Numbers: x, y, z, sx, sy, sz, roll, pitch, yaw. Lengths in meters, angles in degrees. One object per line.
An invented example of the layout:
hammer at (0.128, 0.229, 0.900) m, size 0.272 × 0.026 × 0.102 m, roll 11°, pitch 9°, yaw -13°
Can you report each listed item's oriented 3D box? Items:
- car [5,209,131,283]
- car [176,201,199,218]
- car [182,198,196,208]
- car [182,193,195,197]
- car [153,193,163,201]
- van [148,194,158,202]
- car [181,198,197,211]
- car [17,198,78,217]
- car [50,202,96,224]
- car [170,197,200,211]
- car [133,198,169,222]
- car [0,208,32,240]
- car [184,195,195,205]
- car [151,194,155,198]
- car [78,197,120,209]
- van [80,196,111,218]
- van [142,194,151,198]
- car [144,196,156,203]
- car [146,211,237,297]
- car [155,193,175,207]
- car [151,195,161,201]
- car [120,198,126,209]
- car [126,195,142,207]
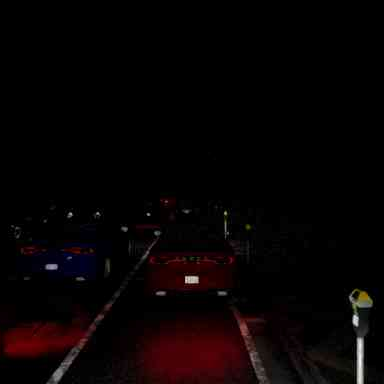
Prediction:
car at (-3.046, 1.477, 9.693) m, size 1.882 × 1.535 × 5.008 m, roll 0°, pitch 0°, yaw 0°
car at (-0.385, 1.565, 30.990) m, size 1.947 × 1.339 × 4.313 m, roll 0°, pitch 0°, yaw 0°
car at (-0.385, 1.565, 47.899) m, size 1.947 × 1.339 × 4.313 m, roll 0°, pitch 0°, yaw 0°
car at (-0.386, 1.314, 36.627) m, size 2.192 × 1.841 × 5.009 m, roll 0°, pitch 0°, yaw 0°
car at (-8.912, 1.324, 87.347) m, size 2.192 × 1.841 × 5.009 m, roll 0°, pitch 0°, yaw 0°
van at (-8.912, 1.345, 76.073) m, size 1.690 × 1.788 × 3.998 m, roll 0°, pitch 0°, yaw 0°
car at (-0.385, 1.544, 42.263) m, size 1.887 × 1.381 × 4.507 m, roll 0°, pitch 0°, yaw 0°
car at (-8.911, 1.314, 19.706) m, size 2.192 × 1.841 × 5.009 m, roll 0°, pitch 0°, yaw 0°
car at (-8.910, 1.544, 25.344) m, size 1.887 × 1.381 × 4.507 m, roll 0°, pitch 0°, yaw 0°
car at (-0.386, 1.439, 25.353) m, size 1.967 × 1.590 × 4.097 m, roll 0°, pitch 0°, yaw 0°
car at (-3.146, 1.477, 26.462) m, size 1.882 × 1.535 × 5.008 m, roll 0°, pitch 0°, yaw 0°
car at (-8.910, 1.565, 14.070) m, size 1.947 × 1.339 × 4.313 m, roll 0°, pitch 0°, yaw 0°
car at (-0.386, 1.439, 59.171) m, size 1.967 × 1.590 × 4.097 m, roll 0°, pitch 0°, yaw 0°
car at (-8.911, 1.526, 64.631) m, size 1.752 × 1.417 × 4.829 m, roll 0°, pitch 0°, yaw 0°
car at (-6.246, 1.351, 21.008) m, size 2.097 × 1.767 × 4.553 m, roll 0°, pitch 0°, yaw 0°
van at (-8.911, 1.340, 30.980) m, size 1.690 × 1.788 × 3.998 m, roll 0°, pitch 0°, yaw 0°
van at (-8.911, 1.340, 59.164) m, size 1.690 × 1.788 × 3.998 m, roll 0°, pitch 0°, yaw 0°
car at (-8.911, 1.553, 70.437) m, size 2.008 × 1.369 × 4.403 m, roll 0°, pitch 0°, yaw 0°
car at (-0.006, 1.477, 8.651) m, size 1.882 × 1.535 × 5.008 m, roll 0°, pitch 0°, yaw 0°
car at (-3.046, 1.220, 42.428) m, size 2.150 × 2.045 × 5.566 m, roll 0°, pitch 0°, yaw 0°
car at (-8.911, 1.447, 81.710) m, size 1.967 × 1.590 × 4.097 m, roll 0°, pitch 0°, yaw 0°
car at (-8.911, 1.439, 36.617) m, size 1.967 × 1.590 × 4.097 m, roll 0°, pitch 0°, yaw 0°
car at (-8.911, 1.439, 47.891) m, size 1.967 × 1.590 × 4.097 m, roll 0°, pitch 0°, yaw 0°
